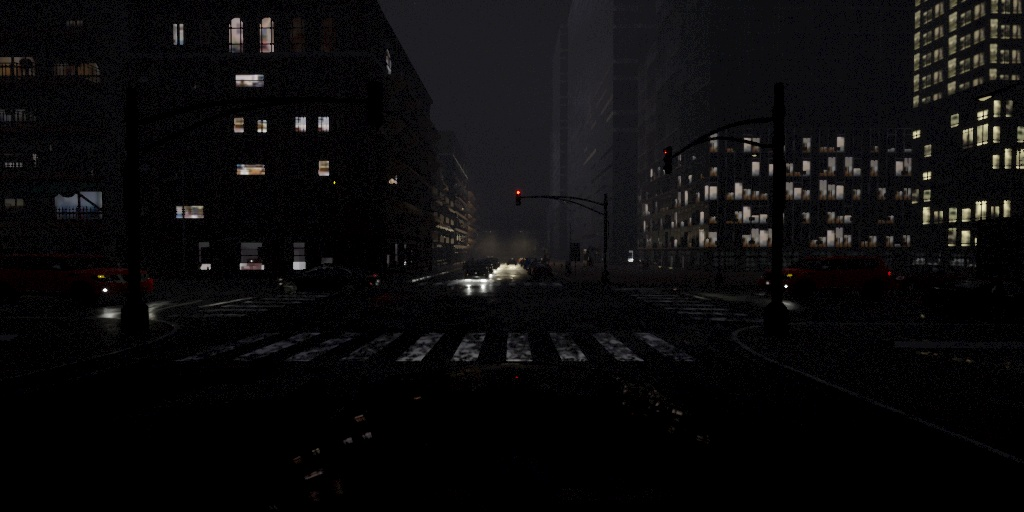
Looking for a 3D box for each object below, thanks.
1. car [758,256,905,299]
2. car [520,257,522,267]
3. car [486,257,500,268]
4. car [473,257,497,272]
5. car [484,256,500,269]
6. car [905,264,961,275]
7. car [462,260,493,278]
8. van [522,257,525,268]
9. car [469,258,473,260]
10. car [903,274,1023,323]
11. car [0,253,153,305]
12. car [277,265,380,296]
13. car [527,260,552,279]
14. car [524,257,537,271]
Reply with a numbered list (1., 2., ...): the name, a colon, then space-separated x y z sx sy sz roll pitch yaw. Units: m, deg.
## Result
1. car: 15.699 1.018 18.099 5.566 2.045 2.150 0 1 1
2. car: 2.614 1.240 55.061 1.888 1.381 4.507 0 0 0
3. car: -3.107 1.037 60.698 2.097 1.767 4.553 0 0 0
4. car: -3.129 1.220 41.554 1.837 1.490 4.892 0 0 0
5. car: -3.123 1.054 50.791 2.097 1.767 4.553 0 0 0
6. car: 23.358 1.230 20.734 4.097 1.591 1.967 0 0 1
7. car: -3.115 1.290 32.816 1.994 1.385 4.181 0 0 0
8. van: 2.619 1.045 49.415 1.690 1.789 3.998 0 0 0
9. car: -5.729 1.270 49.375 1.948 1.339 4.313 0 0 0
10. car: 16.706 1.445 12.181 4.403 1.370 2.007 0 0 1
11. car: -18.851 0.911 15.342 5.566 2.045 2.150 0 1 1
12. car: -9.362 1.196 18.441 4.902 1.511 2.128 1 1 1
13. car: 2.632 1.272 32.477 1.888 1.381 4.507 0 0 0
14. car: 2.628 1.159 38.123 1.967 1.591 4.097 0 0 0
